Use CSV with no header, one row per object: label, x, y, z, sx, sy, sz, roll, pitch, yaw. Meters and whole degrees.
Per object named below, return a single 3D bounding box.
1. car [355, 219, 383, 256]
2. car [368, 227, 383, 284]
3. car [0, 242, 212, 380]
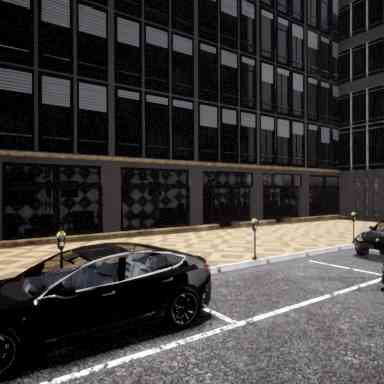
car,7.657,1.564,11.993,4.313,1.339,1.947,0,0,-35
car,6.285,1.563,7.839,4.181,1.385,1.994,0,0,-35
car,-1.632,1.566,5.395,4.313,1.339,1.947,0,0,-35
